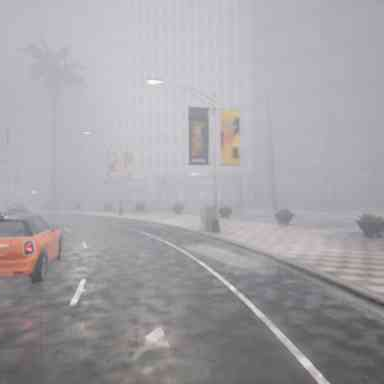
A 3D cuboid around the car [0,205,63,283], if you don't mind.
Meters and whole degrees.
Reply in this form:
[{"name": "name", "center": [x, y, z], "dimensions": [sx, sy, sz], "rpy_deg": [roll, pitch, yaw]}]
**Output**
[{"name": "car", "center": [-5.163, 1.424, 9.807], "dimensions": [2.097, 1.767, 4.553], "rpy_deg": [-1, 0, -14]}]
